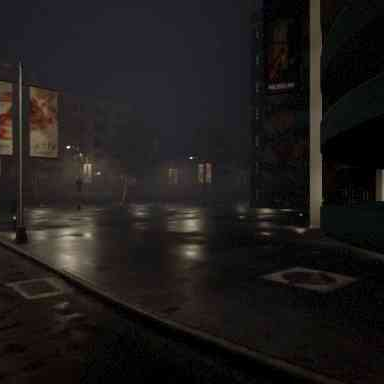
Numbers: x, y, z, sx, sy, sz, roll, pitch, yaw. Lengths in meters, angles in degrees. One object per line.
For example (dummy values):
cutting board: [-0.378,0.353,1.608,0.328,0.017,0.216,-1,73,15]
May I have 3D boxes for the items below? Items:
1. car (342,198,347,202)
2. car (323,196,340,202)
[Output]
car: [22.171,1.413,51.038,4.786,1.482,2.161,0,0,-41]
car: [15.615,1.320,39.957,4.674,1.452,2.002,0,0,-41]
